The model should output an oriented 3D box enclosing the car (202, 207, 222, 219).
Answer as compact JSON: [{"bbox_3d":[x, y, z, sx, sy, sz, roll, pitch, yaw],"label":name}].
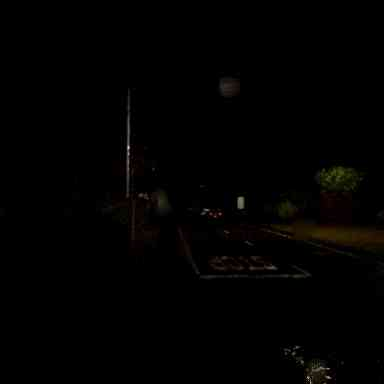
[{"bbox_3d":[2.963,3.026,46.377,1.895,1.301,4.718,0,-2,-4],"label":"car"}]

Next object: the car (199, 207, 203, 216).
[{"bbox_3d":[2.267,3.226,56.333,2.128,1.511,4.902,0,-2,-4],"label":"car"}]
